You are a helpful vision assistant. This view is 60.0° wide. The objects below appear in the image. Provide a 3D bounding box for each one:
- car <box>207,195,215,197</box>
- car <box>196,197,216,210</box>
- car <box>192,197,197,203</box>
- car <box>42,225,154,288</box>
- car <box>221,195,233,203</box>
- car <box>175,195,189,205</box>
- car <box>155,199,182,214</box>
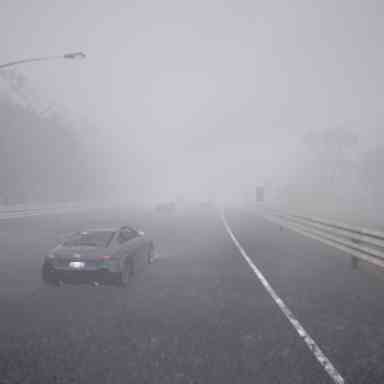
[{"bbox_3d":[4.953,1.715,85.616,2.150,2.045,5.566,0,0,11],"label":"car"},{"bbox_3d":[2.101,1.783,47.426,1.812,1.442,4.674,0,0,8],"label":"car"},{"bbox_3d":[1.301,2.010,85.166,1.812,1.442,4.674,0,0,11],"label":"car"},{"bbox_3d":[-2.383,1.609,9.454,1.994,1.385,4.181,0,0,5],"label":"car"},{"bbox_3d":[8.590,2.018,85.987,2.128,1.511,4.902,0,0,11],"label":"car"},{"bbox_3d":[-1.995,1.591,66.794,2.150,2.045,5.566,0,0,10],"label":"car"},{"bbox_3d":[-2.780,1.801,37.757,1.895,1.301,4.718,0,0,7],"label":"car"}]
